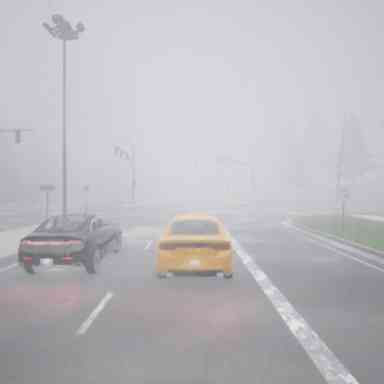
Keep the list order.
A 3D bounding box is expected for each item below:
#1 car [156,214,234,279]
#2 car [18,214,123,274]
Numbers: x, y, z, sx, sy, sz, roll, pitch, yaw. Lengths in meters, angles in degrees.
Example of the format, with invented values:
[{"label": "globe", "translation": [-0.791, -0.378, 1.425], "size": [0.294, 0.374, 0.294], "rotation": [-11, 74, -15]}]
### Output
[{"label": "car", "translation": [0.075, 1.394, 9.839], "size": [1.882, 1.535, 5.008], "rotation": [0, 0, 0]}, {"label": "car", "translation": [-3.417, 1.405, 10.224], "size": [2.128, 1.511, 4.902], "rotation": [0, 0, 0]}]
